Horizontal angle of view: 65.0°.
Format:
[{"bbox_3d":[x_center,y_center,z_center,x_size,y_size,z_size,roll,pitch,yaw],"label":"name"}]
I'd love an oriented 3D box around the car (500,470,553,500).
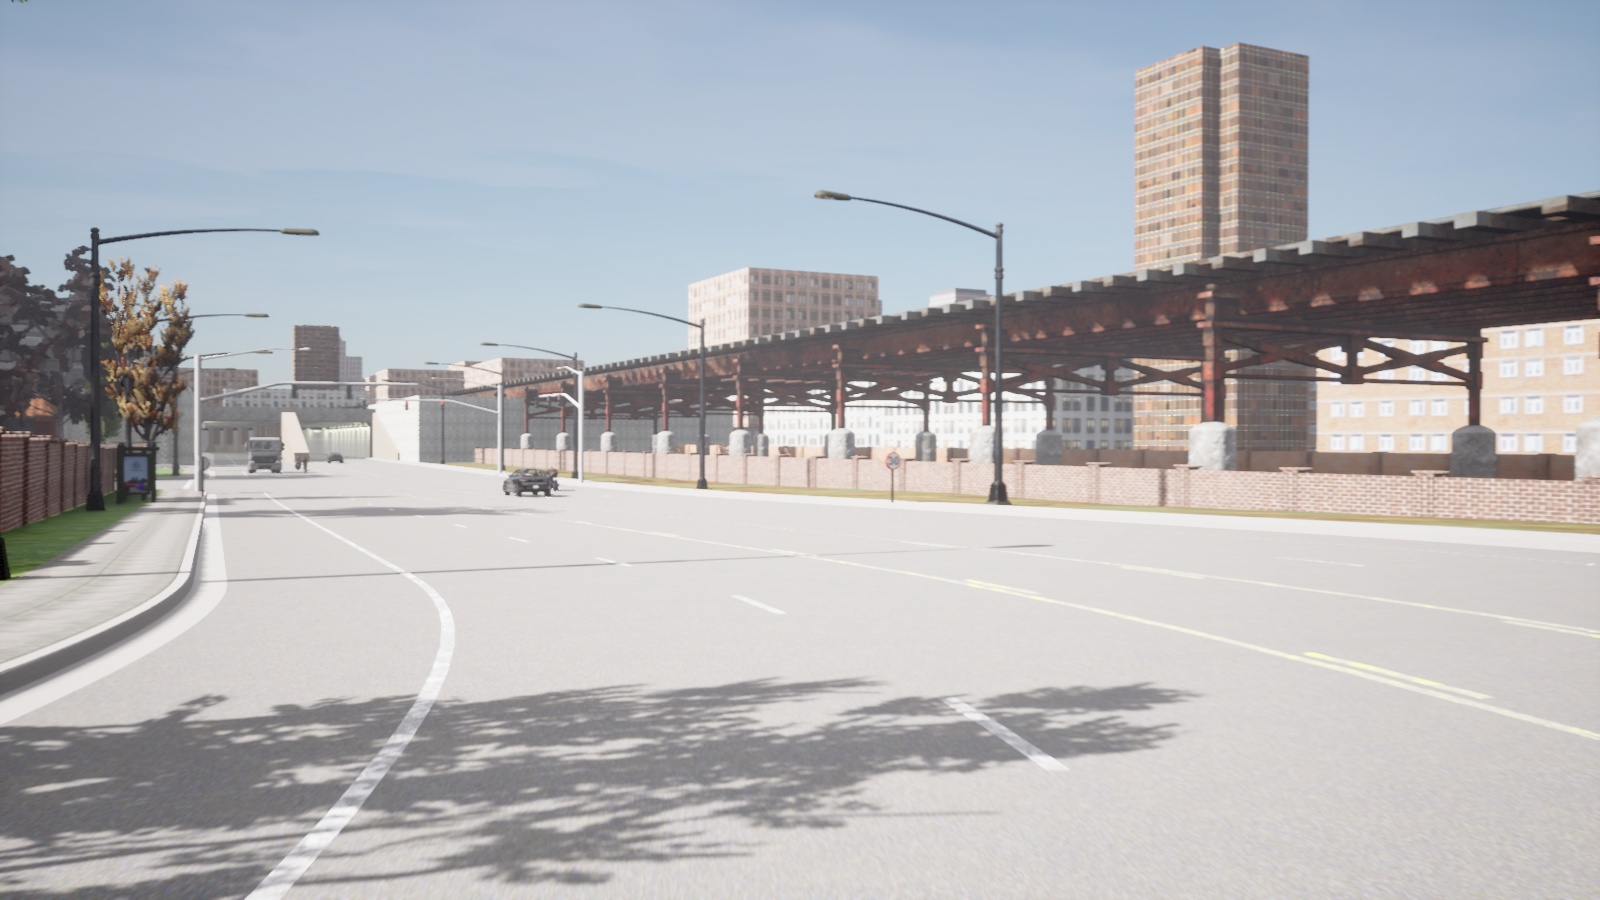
[{"bbox_3d":[-14.392,1.807,65.949,1.816,1.474,4.193,-1,0,-25],"label":"car"}]
